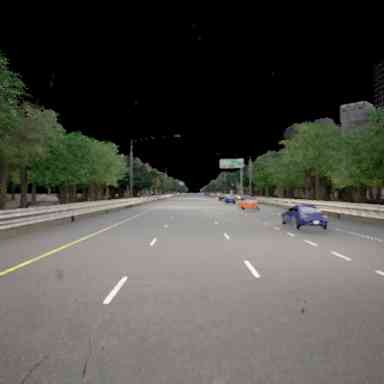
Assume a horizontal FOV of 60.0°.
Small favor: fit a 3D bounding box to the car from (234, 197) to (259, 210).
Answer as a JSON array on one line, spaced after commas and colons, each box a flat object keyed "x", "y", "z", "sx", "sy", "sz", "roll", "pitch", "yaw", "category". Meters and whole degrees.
[{"x": 7.086, "y": 1.380, "z": 42.504, "sx": 2.097, "sy": 1.767, "sz": 4.553, "roll": 0, "pitch": 0, "yaw": 0, "category": "car"}]

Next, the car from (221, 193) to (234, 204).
[{"x": 7.205, "y": 1.518, "z": 64.036, "sx": 1.882, "sy": 1.535, "sz": 5.008, "roll": 0, "pitch": 0, "yaw": 0, "category": "car"}]

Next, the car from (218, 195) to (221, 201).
[{"x": 7.334, "y": 1.535, "z": 81.064, "sx": 1.837, "sy": 1.490, "sz": 4.892, "roll": 0, "pitch": 0, "yaw": 0, "category": "car"}]

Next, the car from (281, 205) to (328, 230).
[{"x": 7.017, "y": 1.547, "z": 21.041, "sx": 1.812, "sy": 1.442, "sz": 4.674, "roll": 0, "pitch": 0, "yaw": 0, "category": "car"}]
